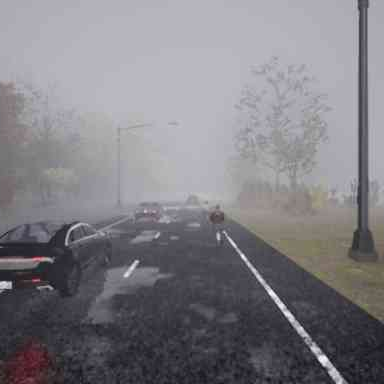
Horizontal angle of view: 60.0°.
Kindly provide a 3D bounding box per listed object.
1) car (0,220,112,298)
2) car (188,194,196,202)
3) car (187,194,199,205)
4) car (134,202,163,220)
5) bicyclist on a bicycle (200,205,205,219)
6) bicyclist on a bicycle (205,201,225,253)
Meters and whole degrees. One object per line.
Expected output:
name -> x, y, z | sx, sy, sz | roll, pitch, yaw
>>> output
car -> -3.403, 1.467, 8.452 | 2.128, 1.511, 4.902 | 0, 0, 0
car -> -0.003, 1.297, 73.871 | 1.837, 1.490, 4.892 | 0, 0, 0
car -> 0.097, 1.321, 56.397 | 1.882, 1.535, 5.008 | 0, 0, 0
car -> -3.404, 1.472, 26.883 | 2.033, 1.411, 5.357 | 0, 0, 0
bicyclist on a bicycle -> 0.984, 1.375, 21.806 | 0.866, 1.612, 1.509 | 0, 0, 0
bicyclist on a bicycle -> 0.966, 1.334, 12.687 | 0.659, 1.776, 1.843 | 0, 0, 0
